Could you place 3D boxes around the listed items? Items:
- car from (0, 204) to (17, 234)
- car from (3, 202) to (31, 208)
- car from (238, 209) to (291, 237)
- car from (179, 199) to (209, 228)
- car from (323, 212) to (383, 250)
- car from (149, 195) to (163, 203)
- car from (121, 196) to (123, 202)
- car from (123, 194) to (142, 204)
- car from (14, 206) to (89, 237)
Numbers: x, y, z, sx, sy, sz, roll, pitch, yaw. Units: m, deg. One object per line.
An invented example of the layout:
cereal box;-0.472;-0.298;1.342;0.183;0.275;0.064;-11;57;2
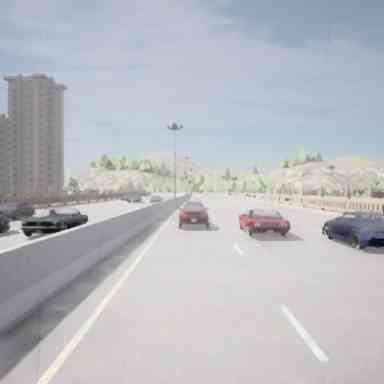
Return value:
car;-10.587;1.493;15.843;1.994;1.385;4.181;0;0;0
car;-14.061;1.448;26.159;1.994;1.385;4.181;0;0;0
car;3.610;1.523;17.515;1.895;1.301;4.718;0;0;0
car;0.125;1.432;21.178;1.812;1.442;4.674;0;0;0
car;7.107;1.502;13.935;1.994;1.385;4.181;0;0;0
car;-6.302;1.264;59.088;1.812;1.442;4.674;0;0;2
car;-13.034;1.202;67.029;1.837;1.490;4.892;0;0;2
car;-9.848;1.235;57.792;2.128;1.511;4.902;0;0;2
car;-7.087;1.522;17.611;1.895;1.301;4.718;0;0;0
